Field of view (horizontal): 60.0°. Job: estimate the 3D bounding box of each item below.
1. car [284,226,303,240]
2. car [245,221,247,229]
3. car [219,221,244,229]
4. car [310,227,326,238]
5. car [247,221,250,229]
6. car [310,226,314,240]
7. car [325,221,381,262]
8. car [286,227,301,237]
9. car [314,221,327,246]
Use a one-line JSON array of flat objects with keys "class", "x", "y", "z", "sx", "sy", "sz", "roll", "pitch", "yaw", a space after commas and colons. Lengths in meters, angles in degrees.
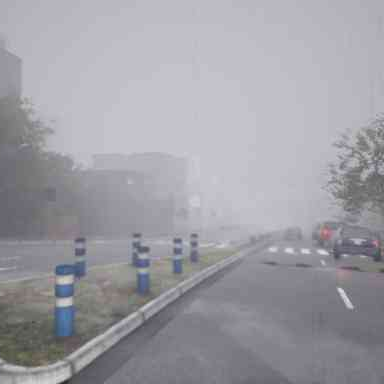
[{"class": "car", "x": 11.583, "y": 4.633, "z": 38.054, "sx": 2.128, "sy": 1.511, "sz": 4.902, "roll": 0, "pitch": -5, "yaw": 18}, {"class": "car", "x": 10.161, "y": 8.229, "z": 80.129, "sx": 4.792, "sy": 1.488, "sz": 2.163, "roll": 1, "pitch": -5, "yaw": -2}, {"class": "car", "x": 8.389, "y": 7.641, "z": 74.337, "sx": 4.892, "sy": 1.521, "sz": 2.231, "roll": 2, "pitch": -5, "yaw": -3}, {"class": "car", "x": 17.801, "y": 5.675, "z": 47.031, "sx": 1.812, "sy": 1.442, "sz": 4.674, "roll": 0, "pitch": -5, "yaw": 18}, {"class": "car", "x": 10.920, "y": 8.474, "z": 83.020, "sx": 5.366, "sy": 1.575, "sz": 1.946, "roll": 2, "pitch": -5, "yaw": -2}, {"class": "car", "x": 14.800, "y": 4.437, "z": 37.575, "sx": 2.150, "sy": 2.045, "sz": 5.566, "roll": 1, "pitch": -5, "yaw": 17}, {"class": "car", "x": 8.642, "y": 2.644, "z": 18.047, "sx": 2.097, "sy": 1.767, "sz": 4.553, "roll": 0, "pitch": -5, "yaw": 18}, {"class": "car", "x": 14.745, "y": 5.737, "z": 48.146, "sx": 1.895, "sy": 1.301, "sz": 4.718, "roll": 0, "pitch": -5, "yaw": 18}, {"class": "car", "x": 11.691, "y": 3.467, "z": 27.739, "sx": 2.150, "sy": 2.045, "sz": 5.566, "roll": 0, "pitch": -5, "yaw": 18}]
